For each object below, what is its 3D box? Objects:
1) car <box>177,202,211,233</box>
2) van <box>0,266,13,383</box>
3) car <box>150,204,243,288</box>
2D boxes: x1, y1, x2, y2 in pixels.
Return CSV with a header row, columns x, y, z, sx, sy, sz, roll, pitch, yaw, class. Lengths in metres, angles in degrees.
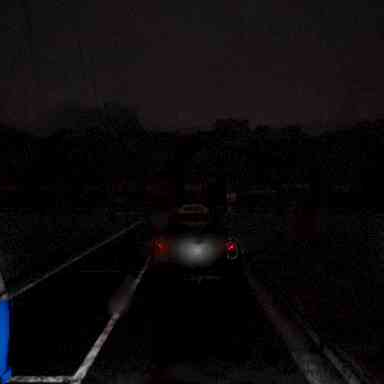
x,y,z,sx,sy,sz,roll,pitch,yaw,class
0.094,1.480,20.780,1.882,1.535,5.008,0,0,0,car
-2.646,1.341,1.693,1.690,1.788,3.998,-1,0,0,van
0.099,1.352,9.389,2.097,1.767,4.553,0,0,0,car
